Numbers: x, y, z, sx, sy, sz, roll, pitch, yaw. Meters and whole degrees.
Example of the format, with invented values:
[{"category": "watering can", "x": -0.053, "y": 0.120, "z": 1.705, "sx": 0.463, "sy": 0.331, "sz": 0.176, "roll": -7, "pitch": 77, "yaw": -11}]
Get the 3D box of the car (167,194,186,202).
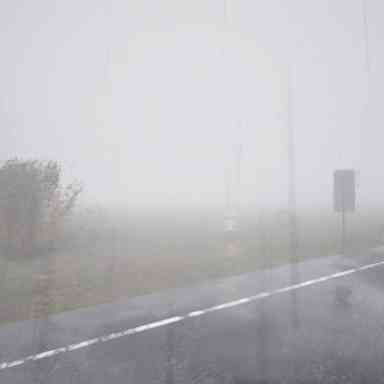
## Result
[{"category": "car", "x": -3.081, "y": 1.175, "z": 67.436, "sx": 2.097, "sy": 1.767, "sz": 4.553, "roll": 0, "pitch": 0, "yaw": -36}]
